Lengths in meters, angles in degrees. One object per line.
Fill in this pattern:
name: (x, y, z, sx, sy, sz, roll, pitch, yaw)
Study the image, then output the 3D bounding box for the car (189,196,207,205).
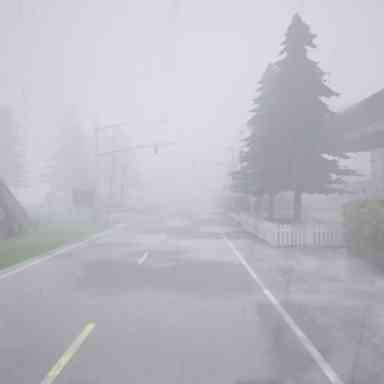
car: (1.522, 2.085, 79.871, 2.150, 2.045, 5.566, 0, -1, 32)

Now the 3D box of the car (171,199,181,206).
car: (-3.485, 2.361, 74.282, 1.994, 1.385, 4.181, 0, -1, 0)
